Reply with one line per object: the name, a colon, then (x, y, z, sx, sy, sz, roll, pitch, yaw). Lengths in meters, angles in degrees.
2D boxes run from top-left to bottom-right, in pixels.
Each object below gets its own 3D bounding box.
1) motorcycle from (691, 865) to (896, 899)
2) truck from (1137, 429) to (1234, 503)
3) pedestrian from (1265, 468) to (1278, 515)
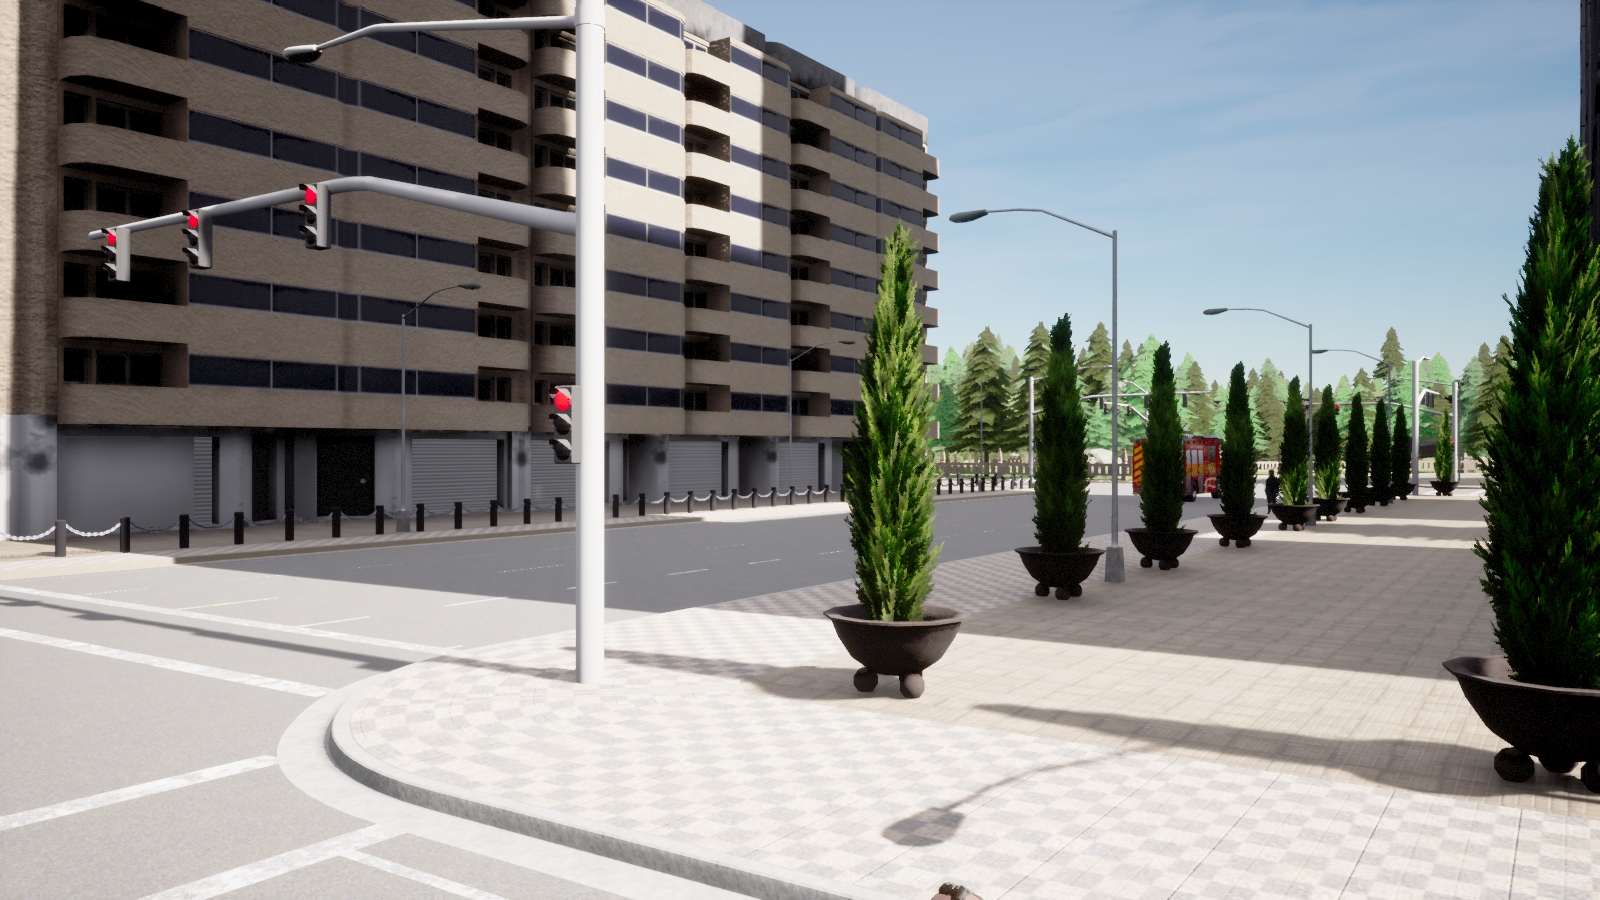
motorcycle: (0.516, 2.205, 3.364, 2.209, 1.251, 0.867, 0, 0, 34)
truck: (21.438, 0.835, 63.219, 2.891, 3.827, 8.468, 0, 0, 34)
pedestrian: (18.784, 1.639, 45.501, 0.375, 1.860, 0.375, 0, 0, 39)
